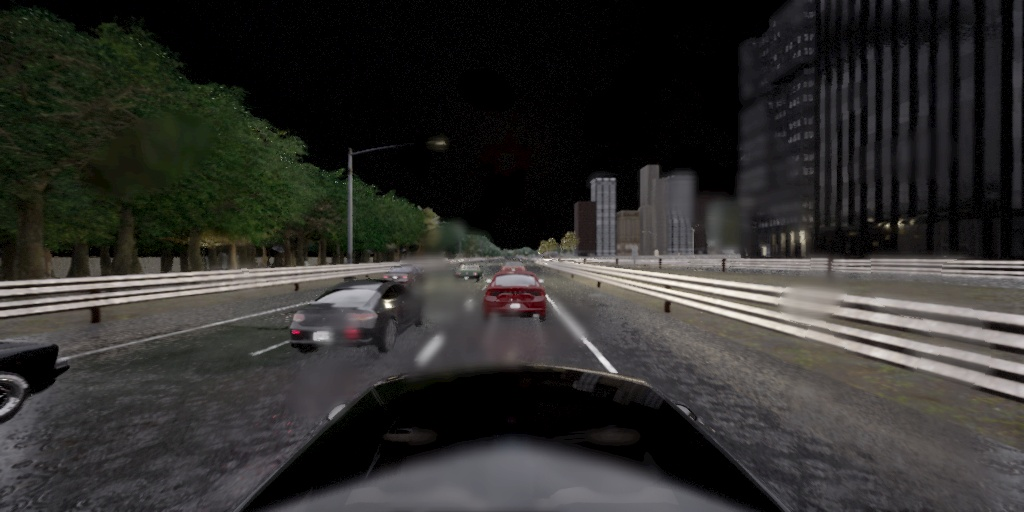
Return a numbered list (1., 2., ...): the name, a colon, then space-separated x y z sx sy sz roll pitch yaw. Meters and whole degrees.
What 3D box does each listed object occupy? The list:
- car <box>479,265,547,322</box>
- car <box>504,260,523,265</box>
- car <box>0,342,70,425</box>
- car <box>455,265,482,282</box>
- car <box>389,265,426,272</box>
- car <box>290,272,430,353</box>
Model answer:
1. car: 0.103 1.239 12.462 1.882 1.535 5.008 0 0 0
2. car: 0.111 1.134 30.406 2.097 1.767 4.553 0 0 0
3. car: -6.902 1.352 2.634 1.895 1.301 4.718 0 0 0
4. car: -3.389 1.382 29.310 1.895 1.301 4.718 0 0 0
5. car: -6.888 1.322 23.641 2.033 1.411 5.357 0 0 0
6. car: -3.399 1.284 8.744 1.812 1.442 4.674 0 0 0
